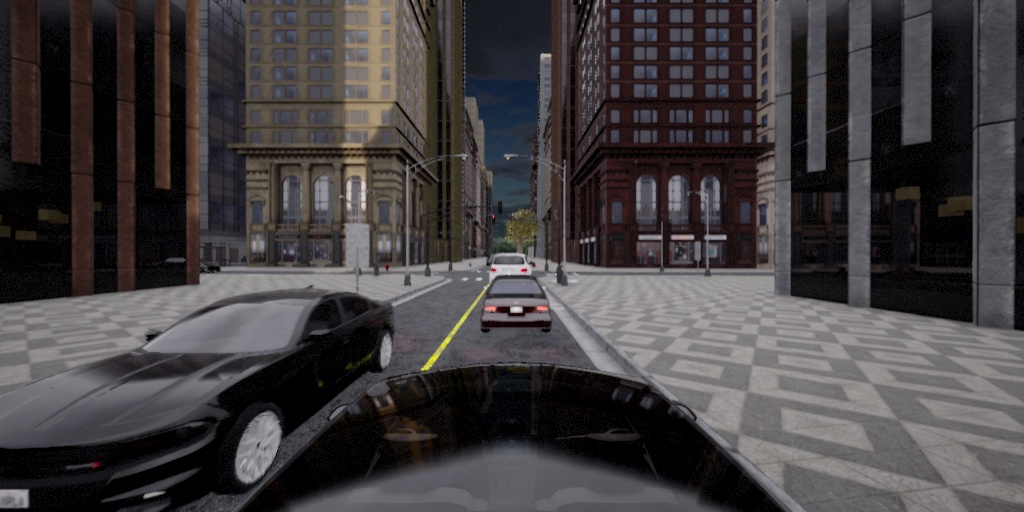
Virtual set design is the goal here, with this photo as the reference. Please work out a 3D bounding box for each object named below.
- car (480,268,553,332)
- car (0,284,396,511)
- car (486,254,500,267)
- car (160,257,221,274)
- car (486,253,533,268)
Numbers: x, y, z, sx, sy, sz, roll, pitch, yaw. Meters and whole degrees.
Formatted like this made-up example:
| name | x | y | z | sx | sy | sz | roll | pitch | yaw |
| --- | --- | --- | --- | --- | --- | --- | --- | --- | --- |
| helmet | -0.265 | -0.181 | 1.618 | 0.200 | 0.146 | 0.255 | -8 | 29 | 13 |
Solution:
| name | x | y | z | sx | sy | sz | roll | pitch | yaw |
| --- | --- | --- | --- | --- | --- | --- | --- | --- | --- |
| car | 0.092 | 1.253 | 10.635 | 2.033 | 1.411 | 5.357 | 0 | 0 | 0 |
| car | -3.100 | 1.213 | 4.706 | 1.882 | 1.535 | 5.008 | 0 | 0 | 0 |
| car | -3.094 | 0.691 | 59.541 | 2.150 | 2.045 | 5.566 | 0 | 0 | 0 |
| car | -29.857 | 0.852 | 33.373 | 4.553 | 1.767 | 2.097 | 0 | 0 | 0 |
| car | 0.019 | 0.876 | 20.880 | 2.150 | 2.045 | 5.566 | 0 | 0 | 4 |
